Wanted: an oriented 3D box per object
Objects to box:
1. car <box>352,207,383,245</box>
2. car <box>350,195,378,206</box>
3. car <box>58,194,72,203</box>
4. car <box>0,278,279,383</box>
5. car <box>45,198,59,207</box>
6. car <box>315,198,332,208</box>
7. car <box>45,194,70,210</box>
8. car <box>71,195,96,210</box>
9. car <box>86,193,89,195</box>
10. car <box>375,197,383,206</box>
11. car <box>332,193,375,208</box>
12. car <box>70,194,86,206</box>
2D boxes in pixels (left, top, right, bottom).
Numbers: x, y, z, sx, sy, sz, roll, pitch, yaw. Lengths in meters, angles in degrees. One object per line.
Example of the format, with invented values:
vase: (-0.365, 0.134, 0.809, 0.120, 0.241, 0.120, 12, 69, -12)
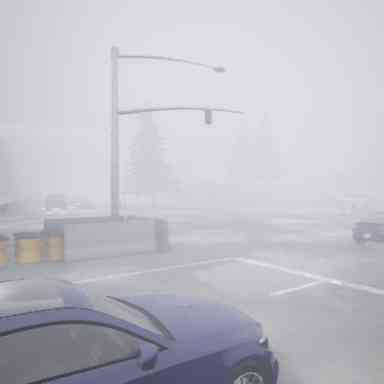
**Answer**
car: (8.696, 1.523, 14.265, 4.674, 1.442, 1.812, 0, 0, -36)
car: (27.838, 1.371, 53.721, 5.008, 1.535, 1.882, -1, 0, -35)
car: (-26.674, 1.345, 70.084, 2.097, 1.767, 4.553, 0, 0, -11)
car: (-1.295, 1.525, 2.837, 4.674, 1.442, 1.812, 0, 0, -36)
car: (-21.525, 1.594, 51.285, 1.895, 1.301, 4.718, 0, 0, -22)
car: (19.866, 1.544, 48.123, 4.718, 1.301, 1.895, 0, 0, -35)
car: (-17.371, 1.216, 42.460, 2.150, 2.045, 5.566, 0, 0, -28)
car: (-14.013, 1.541, 43.516, 2.033, 1.411, 5.357, 0, 0, -29)
car: (-23.372, 1.214, 71.615, 2.150, 2.045, 5.566, 0, 0, -11)
car: (30.378, 1.381, 51.228, 4.902, 1.511, 2.128, -1, 0, -35)
car: (22.098, 1.164, 45.414, 5.566, 2.045, 2.150, 0, 0, -35)
car: (-18.148, 1.470, 52.417, 1.882, 1.535, 5.008, 0, 0, -22)
